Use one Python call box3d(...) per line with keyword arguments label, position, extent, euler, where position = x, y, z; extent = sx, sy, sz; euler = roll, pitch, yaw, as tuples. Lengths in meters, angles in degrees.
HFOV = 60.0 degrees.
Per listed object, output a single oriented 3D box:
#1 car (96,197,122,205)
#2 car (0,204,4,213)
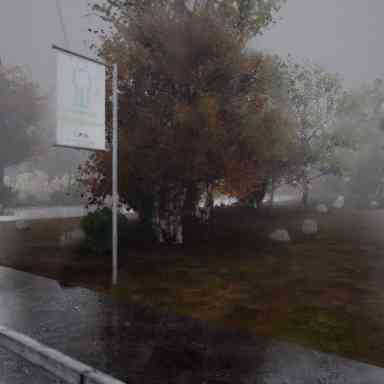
box3d(label="car", position=(-12.398, 1.517, 50.239), extent=(1.994, 1.385, 4.181), euler=(0, 0, 38))
box3d(label="car", position=(-21.275, 1.560, 33.367), extent=(1.994, 1.385, 4.181), euler=(0, 0, 39))
